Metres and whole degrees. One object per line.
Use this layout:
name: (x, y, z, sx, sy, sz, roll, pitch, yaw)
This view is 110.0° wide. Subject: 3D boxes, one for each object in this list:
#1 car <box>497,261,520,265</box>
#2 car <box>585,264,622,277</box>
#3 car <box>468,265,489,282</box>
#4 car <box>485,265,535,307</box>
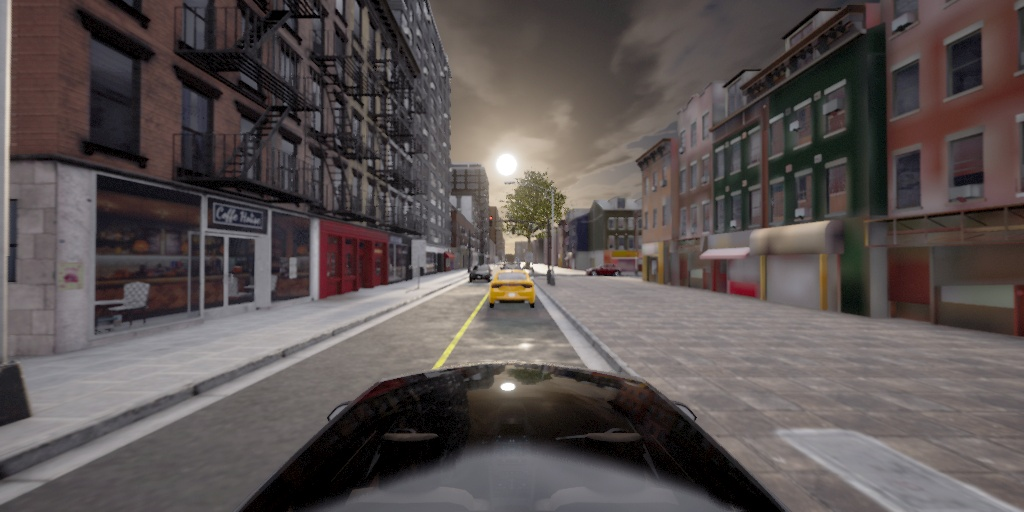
car: (0.001, 1.376, 30.924, 2.097, 1.767, 4.553, 0, -1, 0)
car: (10.918, 1.657, 43.090, 4.097, 1.591, 1.967, 0, 0, 0)
car: (-2.756, 1.552, 32.302, 1.837, 1.490, 4.892, 0, -1, 0)
car: (0.004, 1.365, 16.325, 1.882, 1.535, 5.008, 0, 0, 0)
